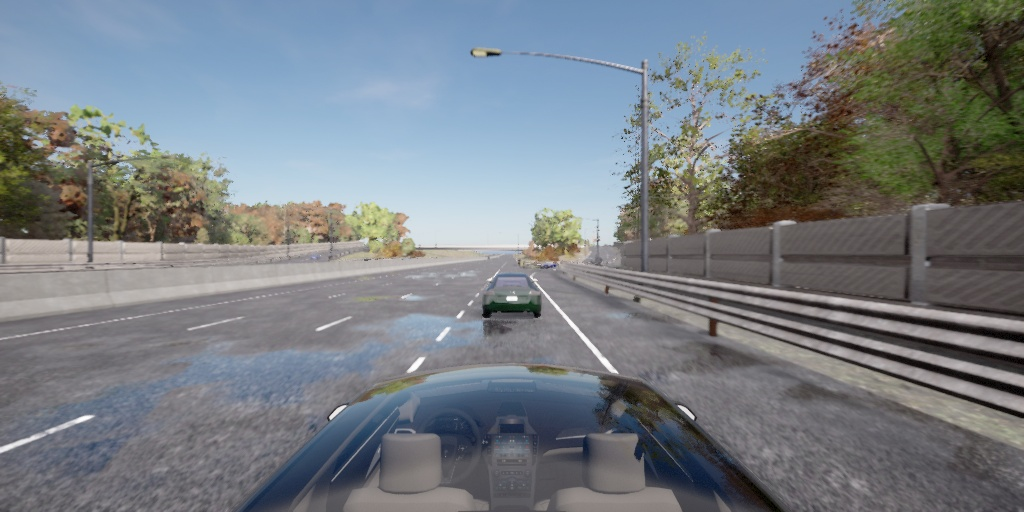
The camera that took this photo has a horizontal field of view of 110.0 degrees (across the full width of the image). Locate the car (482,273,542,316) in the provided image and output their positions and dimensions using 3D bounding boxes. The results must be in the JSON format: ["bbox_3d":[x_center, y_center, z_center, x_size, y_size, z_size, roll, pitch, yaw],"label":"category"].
[{"bbox_3d":[-0.002,1.307,13.275,1.994,1.385,4.181,0,0,0],"label":"car"}]

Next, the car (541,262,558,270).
[{"bbox_3d":[6.671,1.730,63.152,1.895,1.301,4.718,0,-1,23],"label":"car"}]
